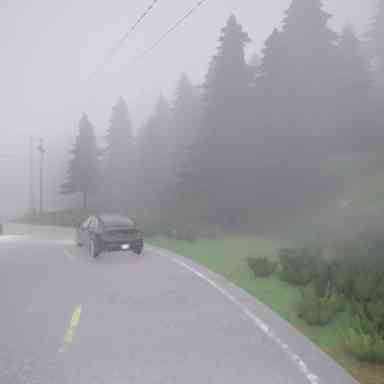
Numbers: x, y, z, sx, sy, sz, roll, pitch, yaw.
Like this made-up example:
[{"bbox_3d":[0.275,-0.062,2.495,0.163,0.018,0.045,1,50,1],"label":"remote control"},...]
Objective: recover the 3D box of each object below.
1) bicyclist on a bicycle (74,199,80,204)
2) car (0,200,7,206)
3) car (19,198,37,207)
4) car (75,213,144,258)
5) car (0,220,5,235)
[{"bbox_3d":[-15.384,1.801,44.188,1.656,1.620,0.582,-4,0,-11],"label":"bicyclist on a bicycle"},{"bbox_3d":[-42.023,2.289,71.290,4.718,1.301,1.895,0,-1,23],"label":"car"},{"bbox_3d":[-31.443,1.943,63.696,4.553,1.767,2.097,-1,-1,45],"label":"car"},{"bbox_3d":[-3.503,1.647,13.687,1.837,1.490,4.892,1,0,-29],"label":"car"},{"bbox_3d":[-12.490,1.758,19.024,4.181,1.385,1.994,-1,-1,38],"label":"car"}]
